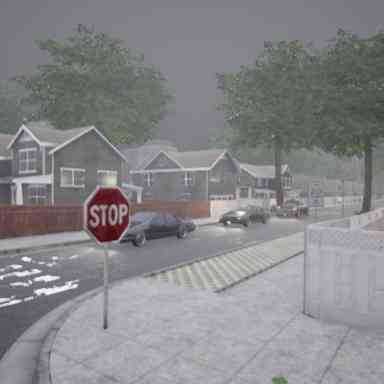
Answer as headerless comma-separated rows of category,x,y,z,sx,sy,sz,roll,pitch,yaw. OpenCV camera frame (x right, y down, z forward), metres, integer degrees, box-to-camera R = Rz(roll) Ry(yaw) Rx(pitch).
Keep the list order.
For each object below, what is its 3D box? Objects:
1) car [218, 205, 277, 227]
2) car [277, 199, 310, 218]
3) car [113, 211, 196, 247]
car,4.000,1.672,24.219,2.033,1.411,5.357,0,0,35
car,9.909,1.542,32.594,2.097,1.767,4.553,0,0,35
car,-1.931,1.610,15.805,2.033,1.411,5.357,0,0,35
